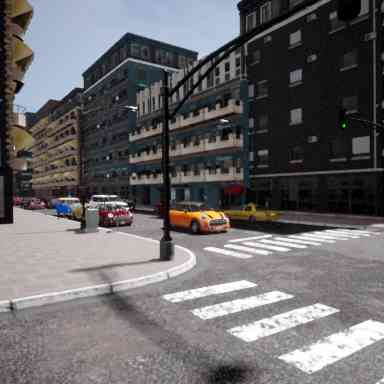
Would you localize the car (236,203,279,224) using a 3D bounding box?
[{"bbox_3d":[4.128,1.496,24.468,1.752,1.417,4.829,-1,1,-36],"label":"car"}]

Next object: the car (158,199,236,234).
[{"bbox_3d":[0.180,1.407,20.038,2.097,1.767,4.553,-1,0,-36],"label":"car"}]

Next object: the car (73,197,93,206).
[{"bbox_3d":[-18.300,1.642,55.846,1.947,1.339,4.313,-1,1,-36],"label":"car"}]

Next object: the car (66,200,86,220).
[{"bbox_3d":[-8.928,1.651,28.324,1.752,1.417,4.829,-1,1,-36],"label":"car"}]

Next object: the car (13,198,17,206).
[{"bbox_3d":[-31.553,1.782,59.979,1.887,1.381,4.507,-1,1,-36],"label":"car"}]

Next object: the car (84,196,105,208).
[{"bbox_3d":[-15.083,1.500,51.343,1.967,1.590,4.097,-1,1,-36],"label":"car"}]

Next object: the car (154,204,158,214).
[{"bbox_3d":[-2.210,1.439,33.333,1.967,1.590,4.097,-1,1,-36],"label":"car"}]

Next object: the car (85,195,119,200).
[{"bbox_3d":[-7.911,1.315,31.344,2.150,2.045,5.566,-1,0,-36],"label":"car"}]

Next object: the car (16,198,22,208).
[{"bbox_3d":[-25.117,1.769,50.974,1.947,1.339,4.313,-1,1,-36],"label":"car"}]

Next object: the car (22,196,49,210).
[{"bbox_3d":[-21.901,1.627,46.471,1.967,1.590,4.097,-1,1,-36],"label":"car"}]

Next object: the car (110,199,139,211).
[{"bbox_3d":[-8.645,1.580,42.339,2.008,1.369,4.403,-1,1,-36],"label":"car"}]

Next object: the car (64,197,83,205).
[{"bbox_3d":[-21.518,1.644,60.349,2.008,1.369,4.403,-1,1,-36],"label":"car"}]

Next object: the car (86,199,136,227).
[{"bbox_3d":[-5.810,1.552,23.960,1.967,1.590,4.097,-1,1,-36],"label":"car"}]

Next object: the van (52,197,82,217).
[{"bbox_3d":[-12.247,1.482,32.963,1.690,1.788,3.998,-1,1,-36],"label":"van"}]

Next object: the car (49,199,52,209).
[{"bbox_3d":[-19.761,1.694,48.086,2.033,1.411,5.357,-1,0,-35],"label":"car"}]

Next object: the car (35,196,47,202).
[{"bbox_3d":[-37.609,1.727,82.861,1.887,1.381,4.507,-1,1,-36],"label":"car"}]
